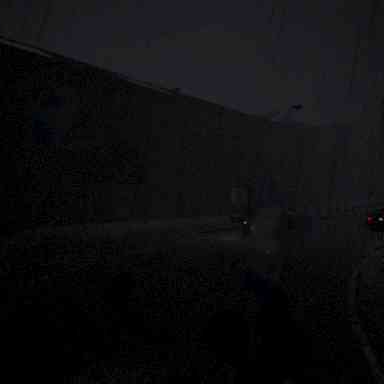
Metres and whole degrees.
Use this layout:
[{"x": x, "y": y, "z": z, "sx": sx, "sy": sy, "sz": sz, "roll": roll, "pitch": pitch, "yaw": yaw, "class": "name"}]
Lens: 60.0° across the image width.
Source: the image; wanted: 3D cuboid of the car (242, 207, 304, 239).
[{"x": 4.495, "y": 1.559, "z": 17.916, "sx": 1.812, "sy": 1.442, "sz": 4.674, "roll": 2, "pitch": 0, "yaw": 40, "class": "car"}]

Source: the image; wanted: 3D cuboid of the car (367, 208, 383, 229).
[{"x": 13.581, "y": 1.830, "z": 22.850, "sx": 2.033, "sy": 1.411, "sz": 5.357, "roll": 2, "pitch": 0, "yaw": 42, "class": "car"}]
